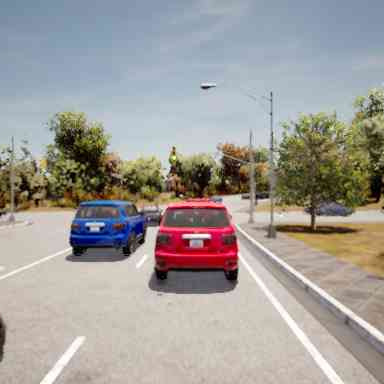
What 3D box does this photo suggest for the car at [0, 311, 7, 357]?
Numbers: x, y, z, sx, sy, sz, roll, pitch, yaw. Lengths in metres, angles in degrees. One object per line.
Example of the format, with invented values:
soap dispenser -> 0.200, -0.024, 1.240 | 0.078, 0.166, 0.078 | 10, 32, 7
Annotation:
car -> -3.396, 1.554, 2.535 | 1.812, 1.442, 4.674 | 0, -1, 0

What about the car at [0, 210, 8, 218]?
car -> -23.031, 2.187, 36.108 | 5.357, 1.411, 2.033 | -2, -1, 3

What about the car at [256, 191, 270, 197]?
car -> 19.834, 0.495, 92.958 | 1.812, 1.442, 4.674 | -1, 3, 38

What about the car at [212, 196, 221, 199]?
car -> 0.686, 1.524, 23.735 | 2.150, 2.045, 5.566 | 0, -1, 7

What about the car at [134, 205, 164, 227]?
car -> -3.409, 1.838, 26.953 | 2.128, 1.511, 4.902 | 0, -1, -6

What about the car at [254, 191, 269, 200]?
car -> 17.479, 0.777, 83.190 | 2.150, 2.045, 5.566 | 0, 3, 33

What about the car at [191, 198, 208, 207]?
car -> 1.560, 2.077, 66.630 | 1.812, 1.442, 4.674 | 0, 1, 21

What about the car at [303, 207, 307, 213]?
car -> 16.220, 1.985, 40.989 | 4.892, 1.490, 1.837 | -1, -1, 3

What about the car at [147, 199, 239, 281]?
car -> 0.140, 1.341, 10.395 | 2.150, 2.045, 5.566 | 0, -1, 1

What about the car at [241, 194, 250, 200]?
car -> 14.162, 1.131, 84.467 | 2.128, 1.511, 4.902 | 0, 3, 33

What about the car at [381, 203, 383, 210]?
car -> 26.186, 1.478, 40.406 | 5.566, 2.045, 2.150 | -2, -1, 3

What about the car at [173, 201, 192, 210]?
car -> -1.577, 2.250, 57.118 | 1.994, 1.385, 4.181 | 0, 0, 16

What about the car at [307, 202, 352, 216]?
car -> 15.695, 2.002, 37.512 | 4.181, 1.385, 1.994 | -1, -1, 3

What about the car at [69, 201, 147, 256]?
car -> -3.309, 1.395, 14.109 | 2.150, 2.045, 5.566 | 0, -1, 1
